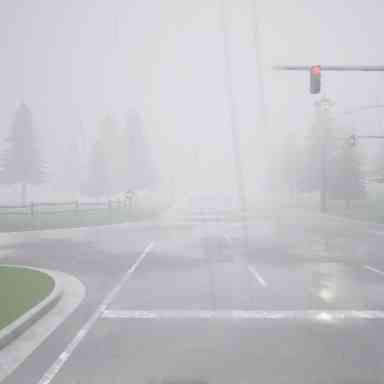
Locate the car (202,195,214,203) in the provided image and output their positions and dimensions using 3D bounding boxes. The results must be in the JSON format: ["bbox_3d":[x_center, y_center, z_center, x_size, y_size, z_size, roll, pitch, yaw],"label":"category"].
[{"bbox_3d":[3.552,1.469,70.342,1.882,1.535,5.008,0,0,0],"label":"car"}]

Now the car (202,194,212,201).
[{"bbox_3d":[3.560,1.357,80.762,2.128,1.511,4.902,0,0,0],"label":"car"}]

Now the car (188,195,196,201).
[{"bbox_3d":[0.060,1.427,80.794,1.895,1.301,4.718,0,0,0],"label":"car"}]

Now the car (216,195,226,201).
[{"bbox_3d":[7.060,1.427,80.789,1.895,1.301,4.718,0,0,0],"label":"car"}]

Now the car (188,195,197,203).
[{"bbox_3d":[0.052,1.517,70.344,2.128,1.511,4.902,0,0,0],"label":"car"}]

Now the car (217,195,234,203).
[{"bbox_3d":[7.052,1.517,70.339,2.128,1.511,4.902,0,0,0],"label":"car"}]

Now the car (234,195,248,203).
[{"bbox_3d":[10.552,1.531,70.336,2.033,1.411,5.357,0,0,0],"label":"car"}]

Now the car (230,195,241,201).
[{"bbox_3d":[10.560,1.427,80.786,1.895,1.301,4.718,0,0,0],"label":"car"}]
